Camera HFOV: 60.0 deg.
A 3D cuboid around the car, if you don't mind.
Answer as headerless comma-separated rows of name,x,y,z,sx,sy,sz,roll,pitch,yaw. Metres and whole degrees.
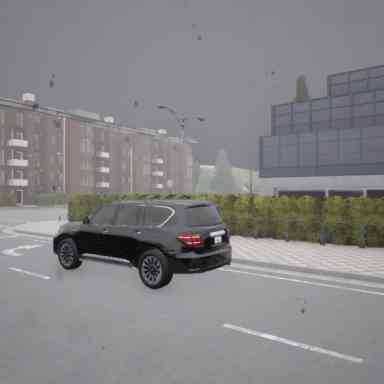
car,-1.573,1.221,9.401,5.566,2.045,2.150,0,0,35
